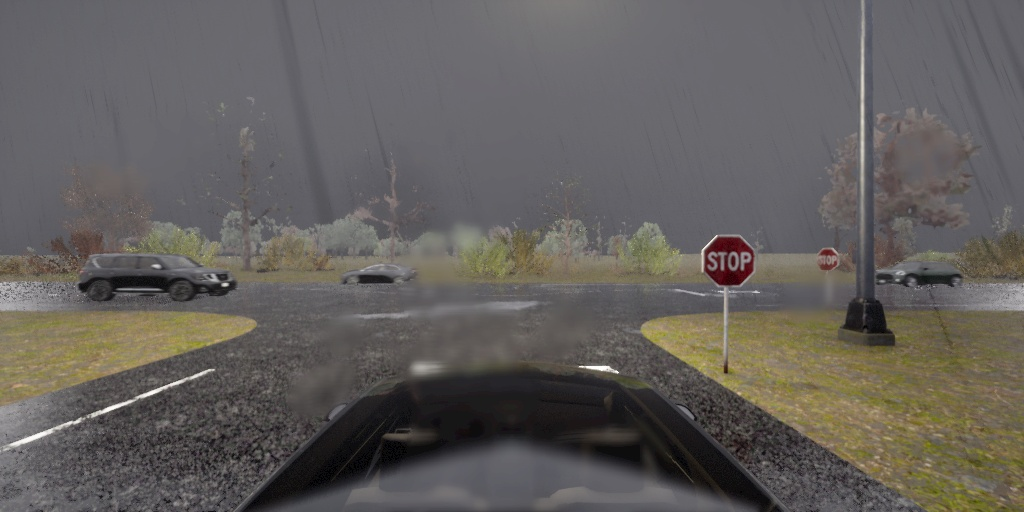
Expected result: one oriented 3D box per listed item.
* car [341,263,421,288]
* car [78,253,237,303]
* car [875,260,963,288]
[{"bbox_3d":[-8.395,1.211,23.093,4.902,1.511,2.128,0,0,-2],"label":"car"},{"bbox_3d":[-15.544,0.915,15.889,5.566,2.045,2.150,0,0,-2],"label":"car"},{"bbox_3d":[27.029,1.138,24.057,4.553,1.767,2.097,1,0,-2],"label":"car"}]
